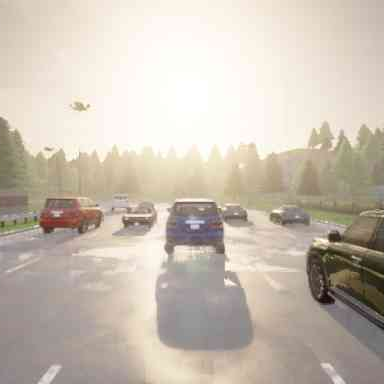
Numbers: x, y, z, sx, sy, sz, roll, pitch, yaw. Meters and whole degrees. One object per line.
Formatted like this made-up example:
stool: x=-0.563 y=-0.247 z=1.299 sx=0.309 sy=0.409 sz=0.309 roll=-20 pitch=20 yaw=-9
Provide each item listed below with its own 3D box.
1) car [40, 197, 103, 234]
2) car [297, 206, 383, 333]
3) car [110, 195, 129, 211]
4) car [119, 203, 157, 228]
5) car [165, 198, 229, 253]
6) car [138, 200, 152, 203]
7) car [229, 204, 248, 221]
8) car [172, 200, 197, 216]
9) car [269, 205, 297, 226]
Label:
car: x=-6.914 y=1.283 z=19.641 sx=2.150 sy=2.045 sz=5.566 roll=0 pitch=0 yaw=0
car: x=3.599 y=1.237 z=5.052 sx=2.150 sy=2.045 sz=5.566 roll=0 pitch=0 yaw=0
car: x=-9.404 y=1.356 z=43.227 sx=2.150 sy=2.045 sz=5.566 roll=1 pitch=0 yaw=-15
car: x=-3.450 y=1.672 z=22.782 sx=1.895 sy=1.301 sz=4.718 roll=0 pitch=0 yaw=-1
car: x=0.099 y=1.266 z=13.971 sx=2.150 sy=2.045 sz=5.566 roll=0 pitch=0 yaw=0
car: x=-6.264 y=1.702 z=44.539 sx=1.994 sy=1.385 sz=4.181 roll=0 pitch=0 yaw=-14
car: x=3.320 y=1.650 z=27.811 sx=1.994 sy=1.385 sz=4.181 roll=0 pitch=0 yaw=-3
car: x=-0.910 y=1.660 z=36.149 sx=2.033 sy=1.411 sz=5.357 roll=0 pitch=0 yaw=-9
car: x=6.997 y=1.638 z=24.289 sx=1.994 sy=1.385 sz=4.181 roll=0 pitch=0 yaw=-2
